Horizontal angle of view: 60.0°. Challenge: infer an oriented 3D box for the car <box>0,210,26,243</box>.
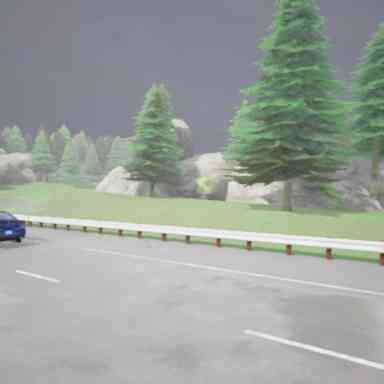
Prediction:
[{"bbox_3d":[-9.523,1.527,15.079,5.008,1.535,1.882,0,0,35],"label":"car"}]
